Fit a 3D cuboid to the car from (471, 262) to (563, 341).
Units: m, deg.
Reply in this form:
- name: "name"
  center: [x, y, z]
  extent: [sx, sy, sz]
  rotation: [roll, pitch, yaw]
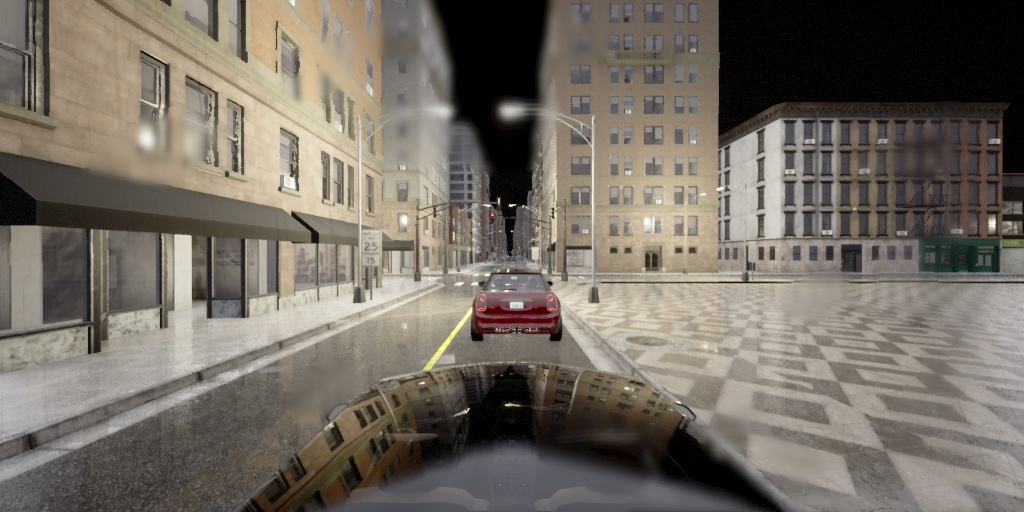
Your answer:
- name: "car"
  center: [0.105, 1.103, 10.014]
  extent: [2.097, 1.767, 4.553]
  rotation: [0, 0, 0]

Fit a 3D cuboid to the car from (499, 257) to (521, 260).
- name: "car"
  center: [0.056, 1.103, 19.830]
  extent: [2.097, 1.767, 4.553]
  rotation: [0, 0, -1]
